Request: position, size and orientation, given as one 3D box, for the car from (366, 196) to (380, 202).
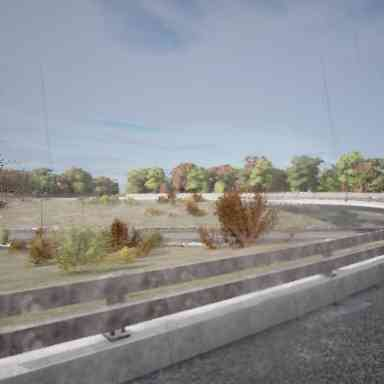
[{"bbox_3d":[44.717,1.839,82.186,1.812,1.442,4.674,0,-1,0],"label":"car"}]
